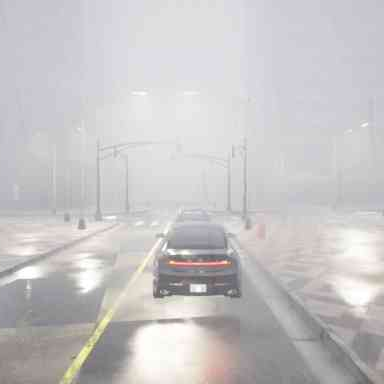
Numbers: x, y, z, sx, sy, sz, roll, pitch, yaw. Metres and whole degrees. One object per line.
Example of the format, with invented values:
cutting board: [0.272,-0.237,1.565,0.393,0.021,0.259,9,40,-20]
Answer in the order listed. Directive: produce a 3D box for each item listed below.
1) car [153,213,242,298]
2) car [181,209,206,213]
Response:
car: [0.104,1.502,8.471,1.837,1.490,4.892,0,0,0]
car: [0.068,1.557,17.375,1.994,1.385,4.181,0,0,1]
